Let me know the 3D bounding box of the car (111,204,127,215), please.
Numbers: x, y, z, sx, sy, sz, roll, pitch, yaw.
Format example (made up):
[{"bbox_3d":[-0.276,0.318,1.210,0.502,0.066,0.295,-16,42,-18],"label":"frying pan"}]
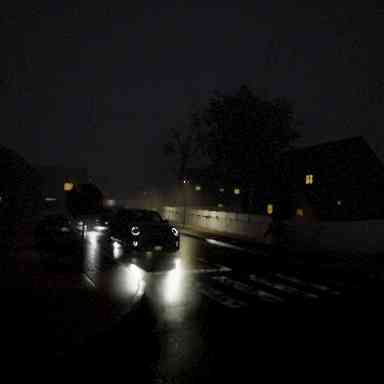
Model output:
[{"bbox_3d":[-10.642,2.583,48.808,1.994,1.385,4.181,4,-2,-10],"label":"car"}]

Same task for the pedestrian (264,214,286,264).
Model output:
[{"bbox_3d":[2.984,1.654,11.930,0.375,1.860,0.375,4,-3,-29],"label":"pedestrian"}]

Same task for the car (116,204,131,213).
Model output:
[{"bbox_3d":[-12.029,2.805,58.729,1.994,1.385,4.181,3,-2,-5],"label":"car"}]

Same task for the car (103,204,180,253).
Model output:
[{"bbox_3d":[-2.179,1.516,14.289,2.097,1.767,4.553,4,-3,-26],"label":"car"}]

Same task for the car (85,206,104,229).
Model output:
[{"bbox_3d":[-6.457,1.806,23.708,1.837,1.490,4.892,4,-2,-23],"label":"car"}]
